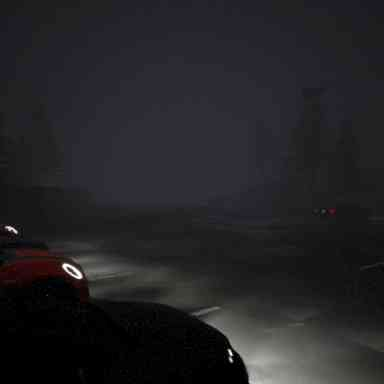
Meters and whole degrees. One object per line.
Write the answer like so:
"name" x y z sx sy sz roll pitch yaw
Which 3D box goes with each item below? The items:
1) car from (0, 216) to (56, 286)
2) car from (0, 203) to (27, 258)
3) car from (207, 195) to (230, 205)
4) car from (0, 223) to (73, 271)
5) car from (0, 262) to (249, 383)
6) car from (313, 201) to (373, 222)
"car" -6.078 1.509 8.007 4.892 1.490 1.837 -1 0 -36
"car" -8.290 1.356 11.147 4.553 1.767 2.097 -1 0 -40
"car" 4.026 1.239 51.531 2.128 1.511 4.902 0 0 -25
"car" -4.009 1.355 5.183 4.553 1.767 2.097 -1 0 -35
"car" -1.512 1.563 2.666 4.181 1.385 1.994 -1 0 -36
"car" 11.213 1.369 24.642 5.357 1.411 2.033 -1 0 -36
